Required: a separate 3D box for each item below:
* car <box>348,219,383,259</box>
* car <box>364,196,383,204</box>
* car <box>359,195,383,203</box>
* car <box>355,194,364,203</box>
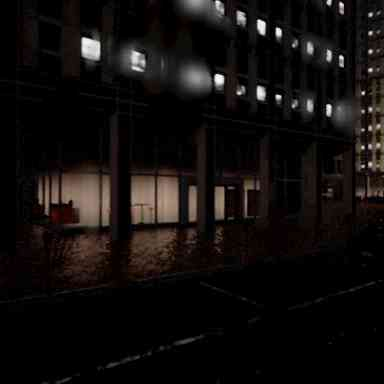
[{"bbox_3d":[7.350,1.629,11.824,4.313,1.339,1.947,0,0,-36],"label":"car"},{"bbox_3d":[31.442,1.405,54.904,1.802,1.307,4.206,2,0,-36],"label":"car"},{"bbox_3d":[34.957,1.329,64.372,1.802,1.307,4.206,2,0,-36],"label":"car"},{"bbox_3d":[28.197,1.031,59.430,2.192,1.841,5.009,2,0,-36],"label":"car"}]
